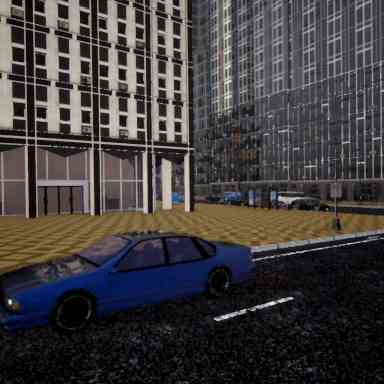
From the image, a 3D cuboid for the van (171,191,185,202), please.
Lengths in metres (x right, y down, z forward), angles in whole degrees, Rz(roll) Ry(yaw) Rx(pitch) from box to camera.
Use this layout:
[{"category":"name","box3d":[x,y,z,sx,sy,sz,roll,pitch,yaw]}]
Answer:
[{"category":"van","box3d":[-2.943,0.936,60.203,1.690,1.788,3.998,0,1,-34]}]

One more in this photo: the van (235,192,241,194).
[{"category":"van","box3d":[7.182,0.853,60.215,1.690,1.788,3.998,-1,1,-34]}]

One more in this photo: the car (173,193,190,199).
[{"category":"car","box3d":[-2.408,0.934,74.316,1.802,1.307,4.206,0,1,-34]}]

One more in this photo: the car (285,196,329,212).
[{"category":"car","box3d":[12.935,1.422,36.637,1.947,1.339,4.313,-1,1,-34]}]

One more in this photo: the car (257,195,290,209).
[{"category":"car","box3d":[9.752,1.386,41.348,1.802,1.307,4.206,-1,1,-34]}]

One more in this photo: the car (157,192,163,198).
[{"category":"car","box3d":[-5.606,0.614,79.012,2.192,1.841,5.009,0,1,-34]}]

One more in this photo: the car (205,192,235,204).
[{"category":"car","box3d":[4.205,1.126,54.319,2.128,1.511,4.902,-1,1,-34]}]

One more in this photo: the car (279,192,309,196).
[{"category":"car","box3d":[13.081,0.997,41.219,2.150,2.045,5.566,-1,2,-35]}]

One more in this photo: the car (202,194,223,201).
[{"category":"car","box3d":[3.986,1.042,64.918,1.802,1.307,4.206,-1,1,-34]}]

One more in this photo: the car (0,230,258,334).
[{"category":"car","box3d":[-1.025,1.547,6.939,5.357,1.411,2.033,0,0,-35]}]

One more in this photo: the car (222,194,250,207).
[{"category":"car","box3d":[6.603,1.318,46.079,1.947,1.339,4.313,-1,1,-34]}]
